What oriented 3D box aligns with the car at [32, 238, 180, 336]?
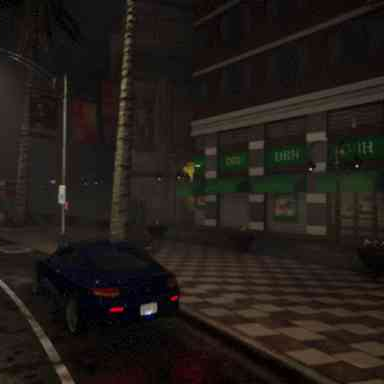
[{"bbox_3d":[-2.039,1.708,7.090,1.812,1.442,4.674,2,-2,-36],"label":"car"}]
